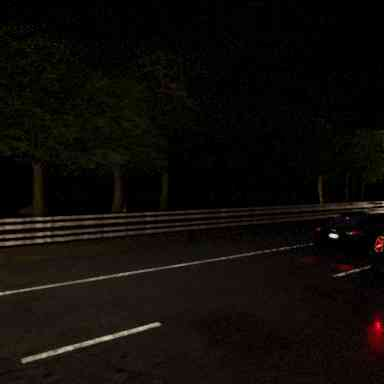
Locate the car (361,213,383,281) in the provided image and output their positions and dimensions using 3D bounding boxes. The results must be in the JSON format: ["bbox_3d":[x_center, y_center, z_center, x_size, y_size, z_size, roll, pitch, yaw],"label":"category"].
[{"bbox_3d":[6.571,1.288,8.433,4.553,1.767,2.097,0,0,-35],"label":"car"}]

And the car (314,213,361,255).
[{"bbox_3d":[6.553,1.484,12.716,4.181,1.385,1.994,0,0,-36],"label":"car"}]
